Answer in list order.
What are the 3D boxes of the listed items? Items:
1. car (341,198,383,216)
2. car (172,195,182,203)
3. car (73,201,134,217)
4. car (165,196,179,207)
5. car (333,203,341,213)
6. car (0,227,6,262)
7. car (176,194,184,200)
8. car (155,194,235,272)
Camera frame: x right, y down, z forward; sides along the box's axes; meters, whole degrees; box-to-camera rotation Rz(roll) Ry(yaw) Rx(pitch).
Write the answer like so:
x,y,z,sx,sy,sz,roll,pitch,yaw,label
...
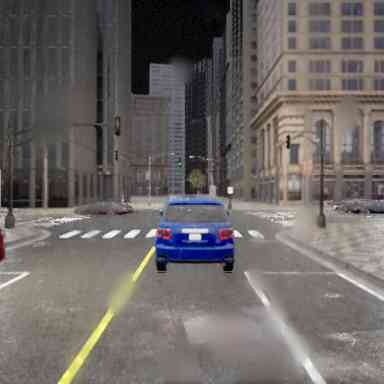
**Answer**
x,y,z,sx,sy,sz,roll,pitch,yaw,label
17.109,1.441,30.551,5.357,1.411,2.033,0,0,0,car
-2.946,1.450,66.866,1.837,1.490,4.892,0,1,0,car
-8.030,1.507,30.191,5.357,1.411,2.033,0,-1,17,car
-3.010,1.421,51.330,1.882,1.535,5.008,0,0,0,car
16.946,1.402,33.799,4.902,1.511,2.128,0,0,0,car
-5.848,1.299,6.719,2.192,1.841,5.009,0,0,0,car
-2.944,1.105,82.268,1.812,1.442,4.674,0,0,0,car
0.094,1.198,10.868,2.150,2.045,5.566,0,0,0,car
